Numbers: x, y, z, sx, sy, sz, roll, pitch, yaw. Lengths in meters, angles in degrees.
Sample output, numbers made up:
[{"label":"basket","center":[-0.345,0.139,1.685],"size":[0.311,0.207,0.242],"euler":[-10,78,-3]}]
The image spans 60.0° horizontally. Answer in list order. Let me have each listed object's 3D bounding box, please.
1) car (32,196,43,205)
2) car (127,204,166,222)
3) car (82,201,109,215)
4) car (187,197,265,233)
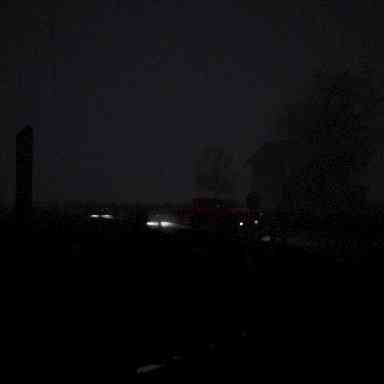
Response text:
[{"label":"car","center":[-36.570,2.247,78.589],"size":[1.837,1.490,4.892],"euler":[1,-1,-36]},{"label":"car","center":[-3.969,1.781,28.863],"size":[1.994,1.385,4.181],"euler":[1,-1,-36]},{"label":"car","center":[-11.417,1.838,39.141],"size":[1.837,1.490,4.892],"euler":[1,-1,-36]},{"label":"car","center":[1.934,1.345,20.760],"size":[2.150,2.045,5.566],"euler":[1,-1,-36]}]
